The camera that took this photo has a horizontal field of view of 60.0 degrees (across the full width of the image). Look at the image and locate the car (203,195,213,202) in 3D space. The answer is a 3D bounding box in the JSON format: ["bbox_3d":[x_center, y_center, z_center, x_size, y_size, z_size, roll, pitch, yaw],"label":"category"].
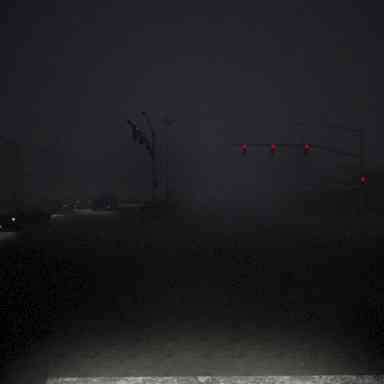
[{"bbox_3d":[3.631,1.458,78.214,2.128,1.511,4.902,0,0,0],"label":"car"}]

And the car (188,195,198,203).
[{"bbox_3d":[0.213,1.445,68.115,1.837,1.490,4.892,0,0,0],"label":"car"}]

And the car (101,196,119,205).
[{"bbox_3d":[-13.984,1.429,57.133,1.882,1.535,5.008,0,0,0],"label":"car"}]

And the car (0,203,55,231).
[{"bbox_3d":[-10.566,1.586,20.496,1.895,1.301,4.718,0,0,0],"label":"car"}]

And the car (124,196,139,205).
[{"bbox_3d":[-10.483,1.477,57.855,1.812,1.442,4.674,0,0,0],"label":"car"}]

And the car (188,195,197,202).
[{"bbox_3d":[0.131,1.485,78.185,1.994,1.385,4.181,0,0,0],"label":"car"}]

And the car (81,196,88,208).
[{"bbox_3d":[-14.022,1.315,44.912,2.097,1.767,4.553,0,0,0],"label":"car"}]

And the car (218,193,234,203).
[{"bbox_3d":[7.212,1.164,67.962,2.150,2.045,5.566,0,0,0],"label":"car"}]

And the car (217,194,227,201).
[{"bbox_3d":[7.135,1.286,80.170,2.097,1.767,4.553,0,0,1],"label":"car"}]

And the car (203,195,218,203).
[{"bbox_3d":[3.712,1.445,67.816,1.837,1.490,4.892,0,0,0],"label":"car"}]

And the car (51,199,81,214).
[{"bbox_3d":[-14.041,1.519,35.483,2.033,1.411,5.357,0,0,0],"label":"car"}]

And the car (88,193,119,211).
[{"bbox_3d":[-10.544,1.184,40.829,2.150,2.045,5.566,0,1,0],"label":"car"}]
